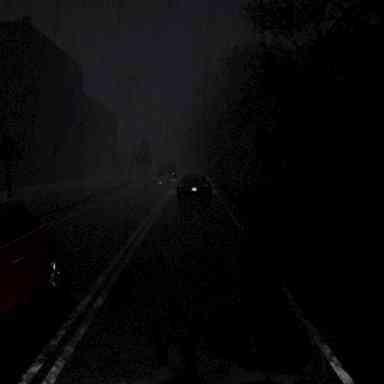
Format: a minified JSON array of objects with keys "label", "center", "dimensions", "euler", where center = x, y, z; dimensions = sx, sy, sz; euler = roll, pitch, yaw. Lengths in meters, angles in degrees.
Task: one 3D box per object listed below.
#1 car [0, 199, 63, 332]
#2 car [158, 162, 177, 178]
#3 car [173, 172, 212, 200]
[{"label":"car","center":[-3.347,1.031,3.968],"dimensions":[2.097,1.767,4.553],"euler":[0,6,0]},{"label":"car","center":[-3.223,-3.025,44.607],"dimensions":[2.150,2.045,5.566],"euler":[0,5,0]},{"label":"car","center":[0.128,-0.371,19.957],"dimensions":[1.994,1.385,4.181],"euler":[0,6,0]}]
